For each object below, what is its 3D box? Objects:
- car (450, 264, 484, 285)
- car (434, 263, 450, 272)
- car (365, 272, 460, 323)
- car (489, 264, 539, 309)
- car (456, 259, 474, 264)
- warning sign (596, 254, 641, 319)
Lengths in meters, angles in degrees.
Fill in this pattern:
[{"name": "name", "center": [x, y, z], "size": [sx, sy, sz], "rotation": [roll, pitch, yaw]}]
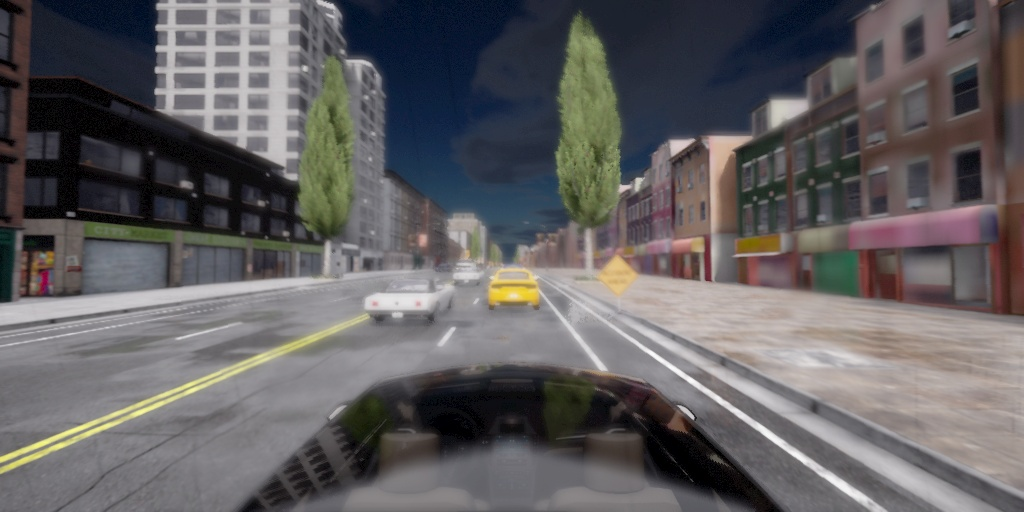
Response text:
[{"name": "car", "center": [-3.180, 1.489, 27.316], "size": [1.895, 1.301, 4.718], "rotation": [0, -1, 0]}, {"name": "car", "center": [-9.807, 1.749, 51.671], "size": [1.994, 1.385, 4.181], "rotation": [0, -1, 0]}, {"name": "car", "center": [-3.186, 1.378, 12.269], "size": [1.895, 1.301, 4.718], "rotation": [0, 0, 0]}, {"name": "car", "center": [0.080, 1.269, 15.080], "size": [1.882, 1.535, 5.008], "rotation": [0, 0, 0]}, {"name": "car", "center": [-6.566, 1.387, 50.422], "size": [2.150, 2.045, 5.566], "rotation": [0, -1, 0]}, {"name": "warning sign", "center": [3.228, 0.884, 10.794], "size": [1.300, 1.860, 1.060], "rotation": [0, 0, 0]}]
